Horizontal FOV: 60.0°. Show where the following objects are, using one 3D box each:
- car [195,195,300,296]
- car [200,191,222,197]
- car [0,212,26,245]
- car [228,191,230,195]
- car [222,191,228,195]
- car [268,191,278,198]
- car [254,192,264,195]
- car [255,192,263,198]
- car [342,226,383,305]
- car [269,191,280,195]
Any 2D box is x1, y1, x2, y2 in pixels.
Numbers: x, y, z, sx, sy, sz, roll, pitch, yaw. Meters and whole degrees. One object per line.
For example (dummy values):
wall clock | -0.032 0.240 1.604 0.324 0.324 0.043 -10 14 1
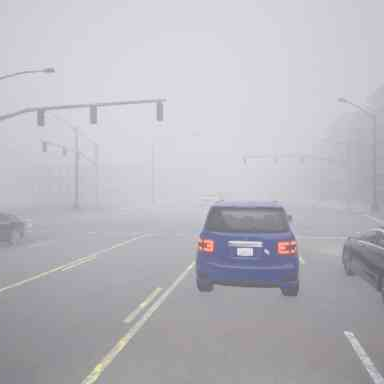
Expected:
car | 1.507 1.221 8.903 2.150 2.045 5.566 0 0 11
car | 2.470 1.079 47.455 2.150 2.045 5.566 0 1 11
car | -8.626 1.505 12.913 1.837 1.490 4.892 0 0 11
car | 6.588 0.741 67.884 2.150 2.045 5.566 0 1 12
car | 4.492 0.926 57.643 2.150 2.045 5.566 0 1 11
car | 20.677 0.552 84.966 2.097 1.767 4.553 0 1 11
car | 15.223 0.860 75.415 1.837 1.490 4.892 0 1 11
car | 17.170 0.755 85.272 1.994 1.385 4.181 0 1 11
car | 4.775 1.492 7.383 2.128 1.511 4.902 0 0 11
car | 18.702 0.881 74.961 2.128 1.511 4.902 0 1 11
